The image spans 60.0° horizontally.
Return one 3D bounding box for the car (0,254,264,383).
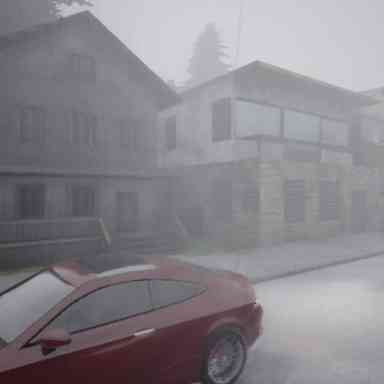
[{"bbox_3d":[-1.179,1.525,3.761,4.674,1.442,1.812,0,0,-35],"label":"car"}]
